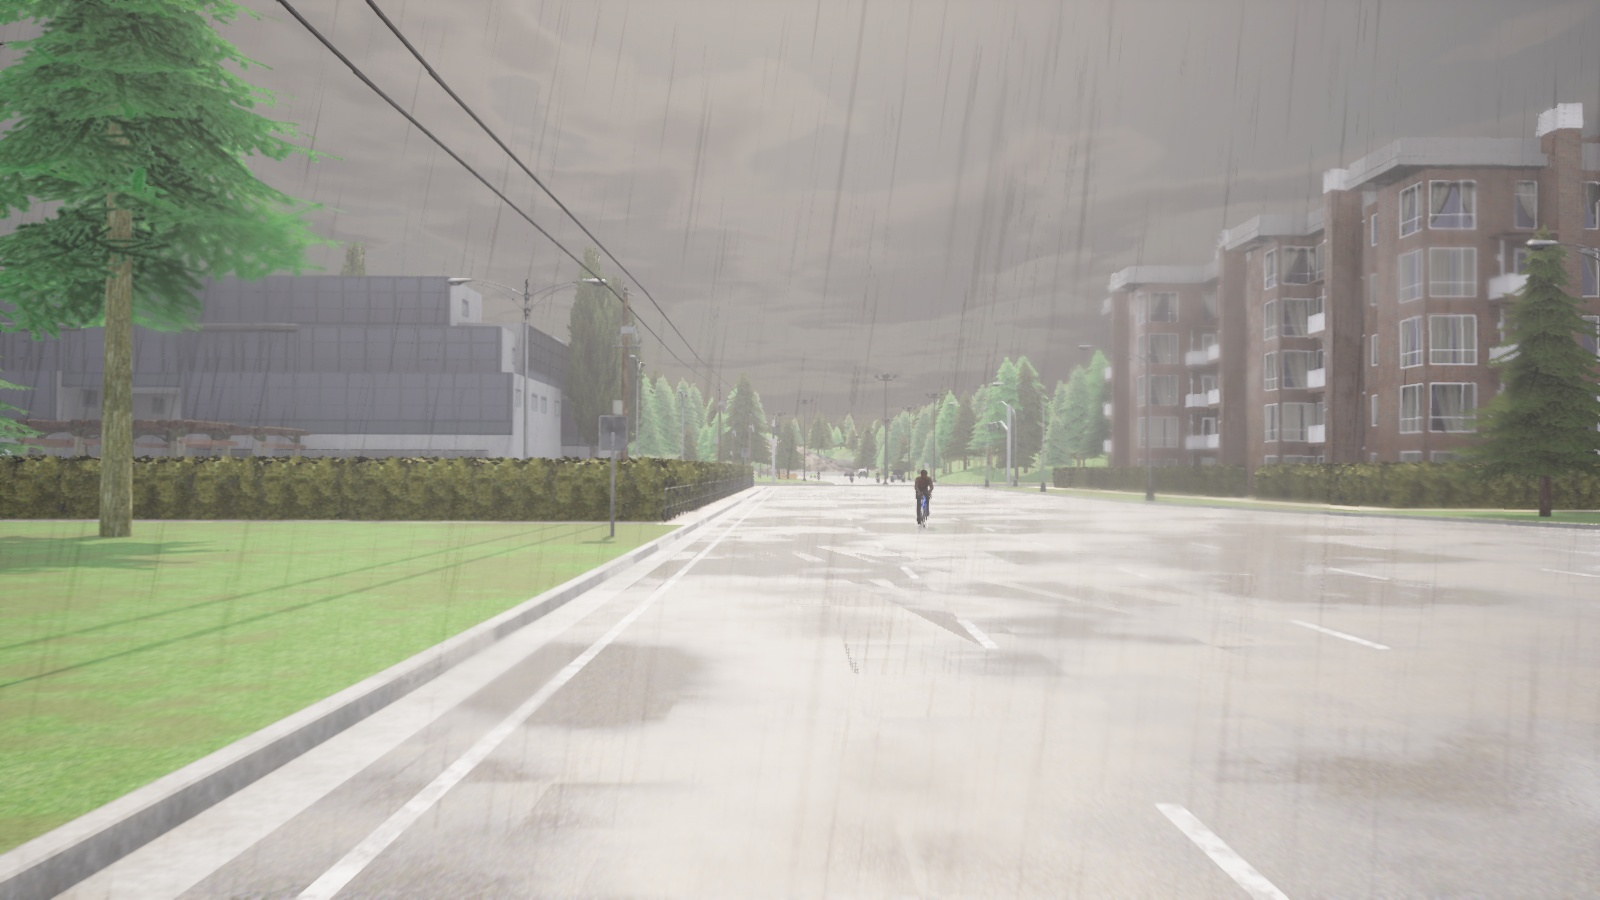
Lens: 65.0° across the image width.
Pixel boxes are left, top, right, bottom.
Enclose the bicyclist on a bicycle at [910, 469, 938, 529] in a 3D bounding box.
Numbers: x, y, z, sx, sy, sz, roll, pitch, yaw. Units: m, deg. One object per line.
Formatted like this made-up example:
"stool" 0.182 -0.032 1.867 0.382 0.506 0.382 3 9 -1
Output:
"bicyclist on a bicycle" 3.416 1.335 34.739 0.582 1.620 1.656 0 -1 0
